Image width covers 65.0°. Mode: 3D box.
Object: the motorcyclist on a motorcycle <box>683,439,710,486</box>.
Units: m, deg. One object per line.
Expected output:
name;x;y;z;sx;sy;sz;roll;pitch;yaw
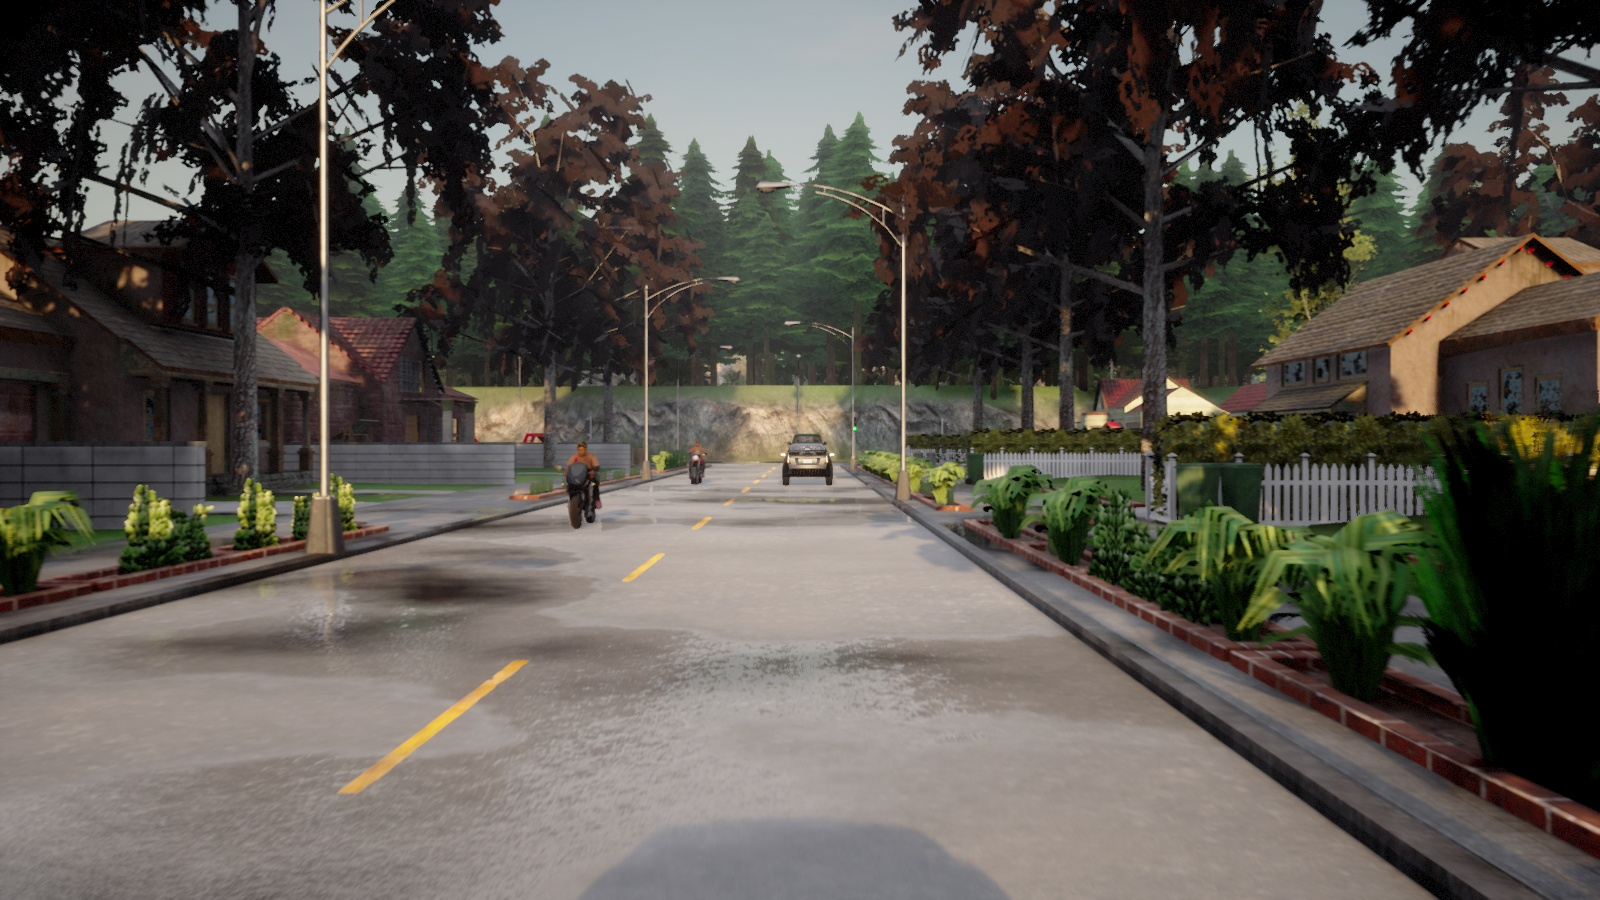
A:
motorcyclist on a motorcycle;-3.728;0.439;45.227;0.766;1.649;2.350;0;0;0

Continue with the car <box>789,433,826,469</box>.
car;0.444;0.041;75.455;2.150;2.045;5.566;0;0;0

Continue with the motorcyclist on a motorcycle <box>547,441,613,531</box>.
motorcyclist on a motorcycle;-3.859;0.600;22.207;0.797;1.523;2.044;0;0;0

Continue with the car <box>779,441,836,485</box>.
car;0.276;0.435;45.909;2.007;1.525;4.514;0;0;0
